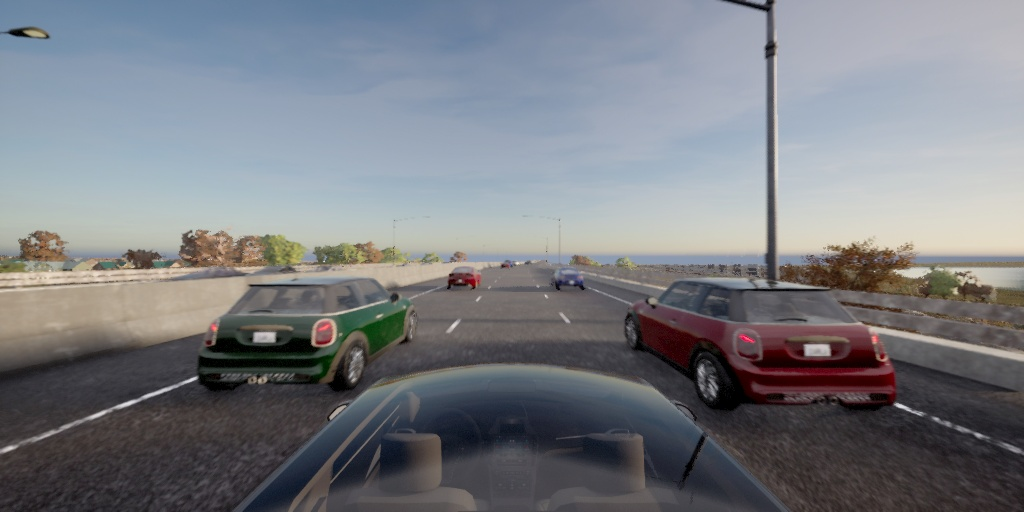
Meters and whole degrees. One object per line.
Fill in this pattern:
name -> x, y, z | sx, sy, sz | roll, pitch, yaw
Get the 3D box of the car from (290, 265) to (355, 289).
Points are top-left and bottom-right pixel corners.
car -> -13.902, 1.468, 26.684 | 2.128, 1.511, 4.902 | 0, -1, 1

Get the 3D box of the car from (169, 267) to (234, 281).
car -> -20.929, 1.500, 25.247 | 2.033, 1.411, 5.357 | 0, -1, 1

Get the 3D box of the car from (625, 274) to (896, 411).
car -> 3.617, 1.148, 6.369 | 2.097, 1.767, 4.553 | 0, 0, 0

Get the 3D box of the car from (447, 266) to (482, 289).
car -> -3.232, 1.450, 25.133 | 1.882, 1.535, 5.008 | 0, -1, 1

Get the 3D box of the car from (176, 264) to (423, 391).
car -> -3.383, 1.147, 7.038 | 2.097, 1.767, 4.553 | 0, -1, 0

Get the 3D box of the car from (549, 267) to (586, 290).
car -> 3.763, 1.501, 24.727 | 1.812, 1.442, 4.674 | 0, -1, 1
